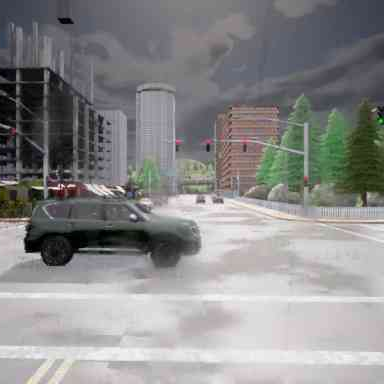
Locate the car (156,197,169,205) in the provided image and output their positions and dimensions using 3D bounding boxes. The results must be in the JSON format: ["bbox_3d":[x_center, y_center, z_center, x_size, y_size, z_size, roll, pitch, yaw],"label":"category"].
[{"bbox_3d":[-5.429,1.564,61.690,1.994,1.385,4.181,0,0,2],"label":"car"}]

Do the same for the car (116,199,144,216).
[{"bbox_3d":[-6.170,1.526,33.672,1.812,1.442,4.674,0,0,2],"label":"car"}]

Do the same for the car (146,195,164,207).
[{"bbox_3d":[-5.698,1.352,51.767,2.097,1.767,4.553,0,0,1],"label":"car"}]

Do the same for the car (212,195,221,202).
[{"bbox_3d":[5.460,1.421,74.610,1.895,1.301,4.718,0,0,1],"label":"car"}]

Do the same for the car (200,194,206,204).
[{"bbox_3d":[1.734,1.601,65.482,1.895,1.301,4.718,0,0,1],"label":"car"}]

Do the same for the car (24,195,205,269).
[{"bbox_3d":[-2.475,1.222,10.837,5.566,2.045,2.150,0,0,3],"label":"car"}]

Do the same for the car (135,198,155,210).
[{"bbox_3d":[-5.927,1.526,42.762,1.812,1.442,4.674,0,0,1],"label":"car"}]

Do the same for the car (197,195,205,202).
[{"bbox_3d":[1.960,1.326,74.667,1.837,1.490,4.892,0,0,1],"label":"car"}]

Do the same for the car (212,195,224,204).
[{"bbox_3d":[5.241,1.525,65.714,1.812,1.442,4.674,0,0,1],"label":"car"}]
